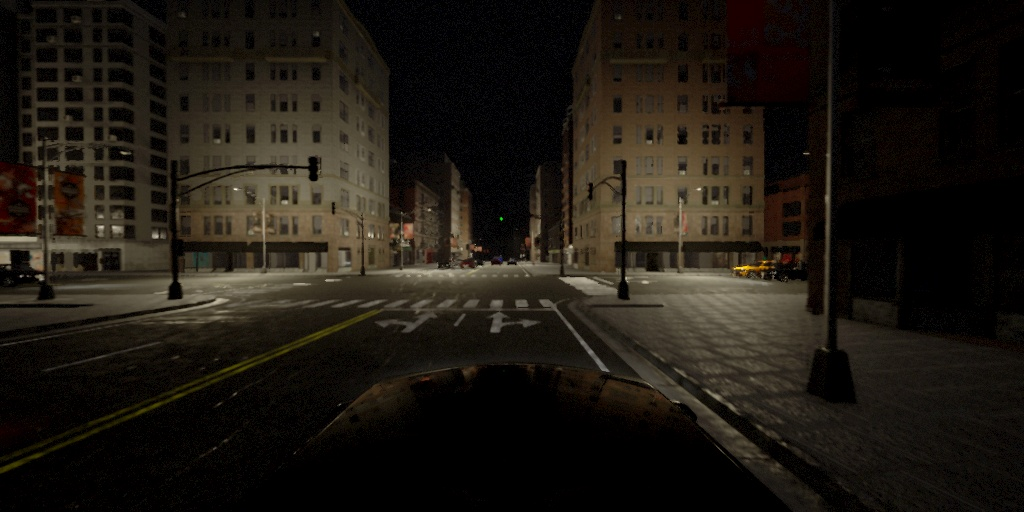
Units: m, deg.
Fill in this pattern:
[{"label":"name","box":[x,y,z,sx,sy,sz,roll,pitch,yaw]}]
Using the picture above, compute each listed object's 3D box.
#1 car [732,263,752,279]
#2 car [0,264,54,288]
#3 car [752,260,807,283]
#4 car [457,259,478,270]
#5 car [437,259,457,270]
[{"label":"car","box":[21.424,1.137,30.495,5.008,1.535,1.882,0,1,0]},{"label":"car","box":[-33.363,1.268,23.613,4.902,1.511,2.128,0,1,0]},{"label":"car","box":[21.482,1.203,27.247,4.892,1.490,1.837,0,1,0]},{"label":"car","box":[-6.536,1.249,53.031,1.812,1.442,4.674,0,0,0]},{"label":"car","box":[-9.785,1.229,53.010,1.837,1.490,4.892,0,0,0]}]
